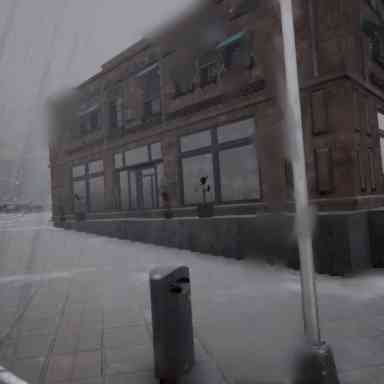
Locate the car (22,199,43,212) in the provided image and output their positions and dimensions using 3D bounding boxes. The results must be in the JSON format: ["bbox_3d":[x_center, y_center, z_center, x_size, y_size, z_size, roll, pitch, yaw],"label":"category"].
[{"bbox_3d":[-26.919,2.256,54.720,5.566,2.045,2.150,-3,-2,31],"label":"car"}]

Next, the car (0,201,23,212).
[{"bbox_3d":[-29.673,2.560,52.464,4.902,1.511,2.128,-4,-3,28],"label":"car"}]
